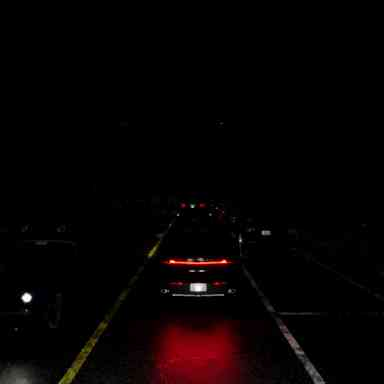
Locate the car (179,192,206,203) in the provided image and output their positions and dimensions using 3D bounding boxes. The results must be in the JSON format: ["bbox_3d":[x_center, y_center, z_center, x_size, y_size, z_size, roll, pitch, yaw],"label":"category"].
[{"bbox_3d":[0.050,1.219,28.511,2.150,2.045,5.566,0,0,0],"label":"car"}]

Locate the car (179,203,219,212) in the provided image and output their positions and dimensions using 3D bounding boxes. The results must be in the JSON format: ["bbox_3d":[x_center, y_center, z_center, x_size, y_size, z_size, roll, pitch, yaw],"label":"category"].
[{"bbox_3d":[0.126,1.545,18.266,2.033,1.411,5.357,0,0,0],"label":"car"}]

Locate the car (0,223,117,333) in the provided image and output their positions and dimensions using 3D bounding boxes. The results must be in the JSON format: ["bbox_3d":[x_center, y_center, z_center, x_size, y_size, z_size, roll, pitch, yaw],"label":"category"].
[{"bbox_3d":[-3.088,1.599,6.915,1.895,1.301,4.718,0,0,0],"label":"car"}]

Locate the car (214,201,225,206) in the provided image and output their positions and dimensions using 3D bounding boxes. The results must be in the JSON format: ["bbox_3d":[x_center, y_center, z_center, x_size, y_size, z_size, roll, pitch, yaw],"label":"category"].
[{"bbox_3d":[2.796,1.542,25.507,1.887,1.381,4.507,-1,0,0],"label":"car"}]

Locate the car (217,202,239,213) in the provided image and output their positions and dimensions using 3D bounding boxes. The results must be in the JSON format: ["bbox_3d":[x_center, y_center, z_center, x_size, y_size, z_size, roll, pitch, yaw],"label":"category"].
[{"bbox_3d":[2.786,1.542,20.002,1.887,1.381,4.507,-1,0,0],"label":"car"}]

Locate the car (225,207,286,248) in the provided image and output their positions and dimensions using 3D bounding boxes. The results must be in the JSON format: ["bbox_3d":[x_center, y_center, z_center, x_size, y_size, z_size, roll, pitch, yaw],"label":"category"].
[{"bbox_3d":[2.776,1.563,14.497,1.947,1.339,4.313,-1,0,0],"label":"car"}]

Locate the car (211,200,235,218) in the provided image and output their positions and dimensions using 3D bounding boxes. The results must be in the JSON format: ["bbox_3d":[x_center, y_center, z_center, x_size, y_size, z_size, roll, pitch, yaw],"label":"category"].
[{"bbox_3d":[2.806,1.542,31.013,1.887,1.381,4.507,-1,0,0],"label":"car"}]

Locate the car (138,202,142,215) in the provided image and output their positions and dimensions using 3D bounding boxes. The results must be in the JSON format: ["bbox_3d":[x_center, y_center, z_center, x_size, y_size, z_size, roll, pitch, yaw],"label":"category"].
[{"bbox_3d":[-5.719,1.542,31.029,1.887,1.381,4.507,-1,0,0],"label":"car"}]

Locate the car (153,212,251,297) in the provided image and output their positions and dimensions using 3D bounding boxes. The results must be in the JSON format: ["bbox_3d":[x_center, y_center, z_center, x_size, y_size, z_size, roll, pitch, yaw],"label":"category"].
[{"bbox_3d":[0.117,1.503,8.528,1.837,1.490,4.892,0,0,0],"label":"car"}]

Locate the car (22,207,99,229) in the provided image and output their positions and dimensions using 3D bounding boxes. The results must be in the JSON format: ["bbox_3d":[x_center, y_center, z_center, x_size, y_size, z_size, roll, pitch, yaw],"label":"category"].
[{"bbox_3d":[-5.750,1.438,14.512,1.967,1.590,4.097,-1,0,0],"label":"car"}]

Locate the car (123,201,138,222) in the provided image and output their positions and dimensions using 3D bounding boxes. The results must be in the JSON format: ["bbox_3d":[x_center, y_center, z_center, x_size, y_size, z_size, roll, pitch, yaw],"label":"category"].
[{"bbox_3d":[-5.729,1.548,25.523,2.008,1.369,4.403,-1,0,0],"label":"car"}]

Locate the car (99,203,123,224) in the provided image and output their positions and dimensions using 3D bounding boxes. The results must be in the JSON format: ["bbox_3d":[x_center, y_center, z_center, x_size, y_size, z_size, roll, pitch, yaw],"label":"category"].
[{"bbox_3d":[-5.739,1.563,20.018,1.947,1.339,4.313,-1,0,0],"label":"car"}]
